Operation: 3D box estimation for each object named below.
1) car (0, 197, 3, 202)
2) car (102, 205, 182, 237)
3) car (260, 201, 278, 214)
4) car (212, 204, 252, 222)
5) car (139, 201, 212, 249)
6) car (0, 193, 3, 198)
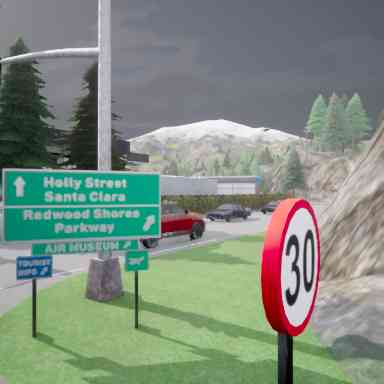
[{"bbox_3d":[-12.363,1.505,26.047,1.905,1.878,3.866,0,0,35],"label":"car"},{"bbox_3d":[-2.906,1.669,20.472,1.882,1.535,5.008,0,0,36],"label":"car"},{"bbox_3d":[9.650,1.739,37.708,2.033,1.411,5.357,0,0,36],"label":"car"},{"bbox_3d":[3.364,1.739,29.092,2.033,1.411,5.357,0,0,36],"label":"car"},{"bbox_3d":[-1.603,1.412,15.970,2.150,2.045,5.566,0,0,36],"label":"car"},{"bbox_3d":[-38.568,1.489,69.987,4.514,1.523,2.007,0,0,35],"label":"car"}]
